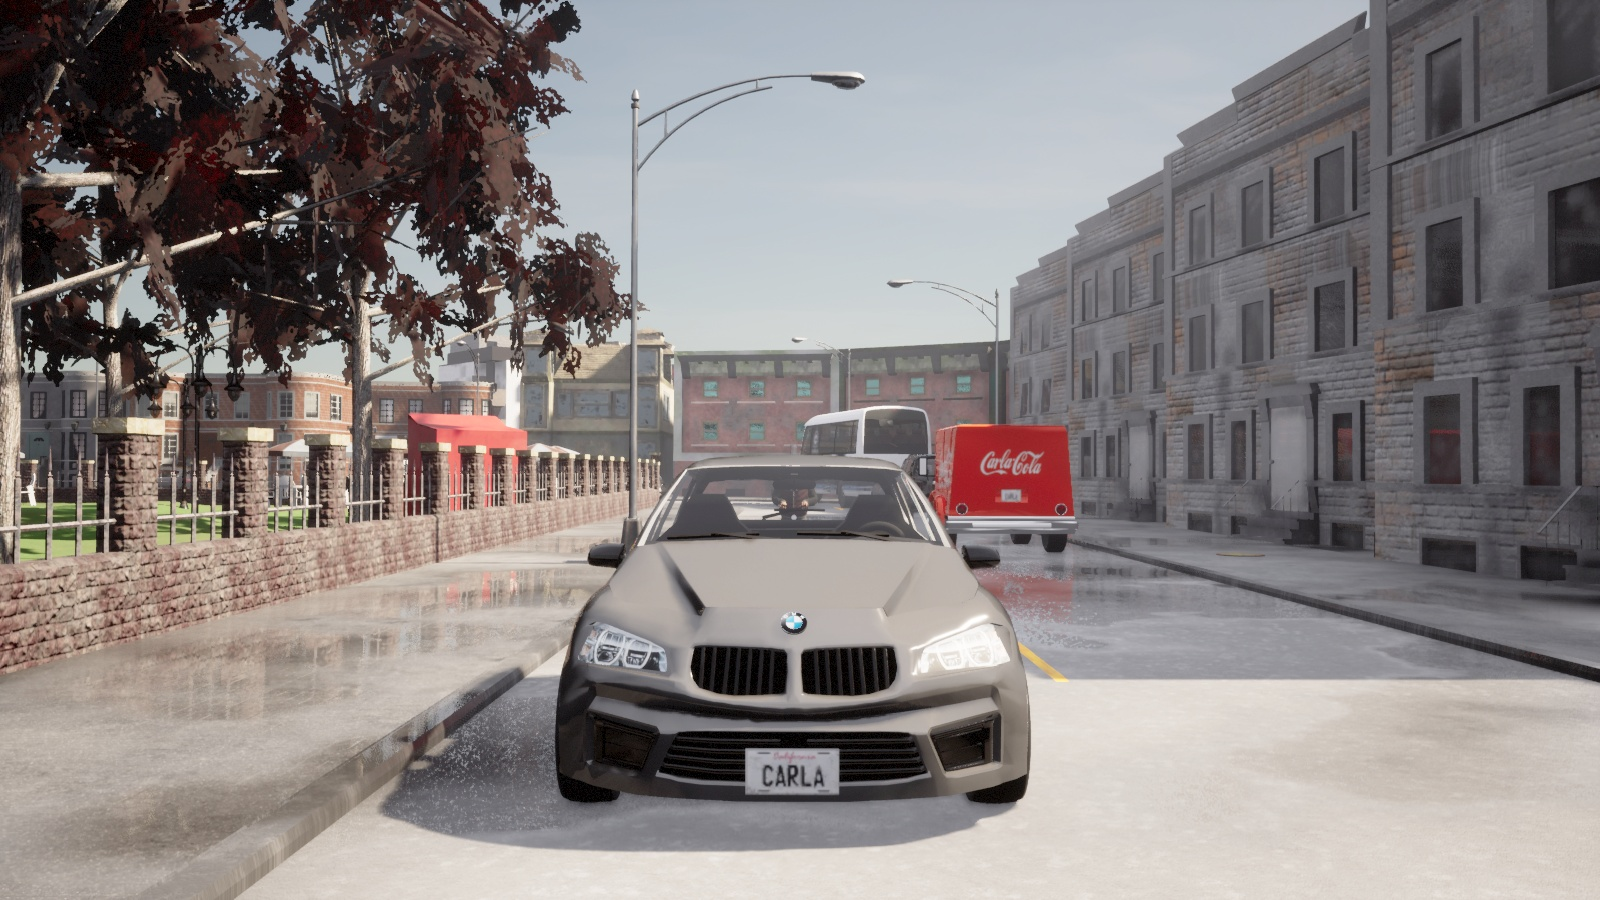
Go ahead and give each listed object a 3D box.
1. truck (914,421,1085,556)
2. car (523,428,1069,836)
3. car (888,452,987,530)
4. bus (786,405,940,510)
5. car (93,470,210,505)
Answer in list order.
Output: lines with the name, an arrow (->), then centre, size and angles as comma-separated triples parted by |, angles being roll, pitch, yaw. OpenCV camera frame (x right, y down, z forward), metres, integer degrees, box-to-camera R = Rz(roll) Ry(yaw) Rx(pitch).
truck -> 3.884, 0.741, 25.617 | 2.627, 2.467, 5.204 | 0, -1, 0
car -> -0.031, 0.784, 7.470 | 2.242, 1.667, 4.611 | 0, -1, 0
car -> 3.836, 1.121, 35.976 | 2.150, 2.045, 5.566 | 0, -1, -1
bus -> 2.555, 0.373, 56.351 | 3.944, 4.253, 10.273 | 0, -1, -15
car -> -31.945, 1.825, 61.985 | 4.611, 1.667, 2.242 | 0, -1, 0
